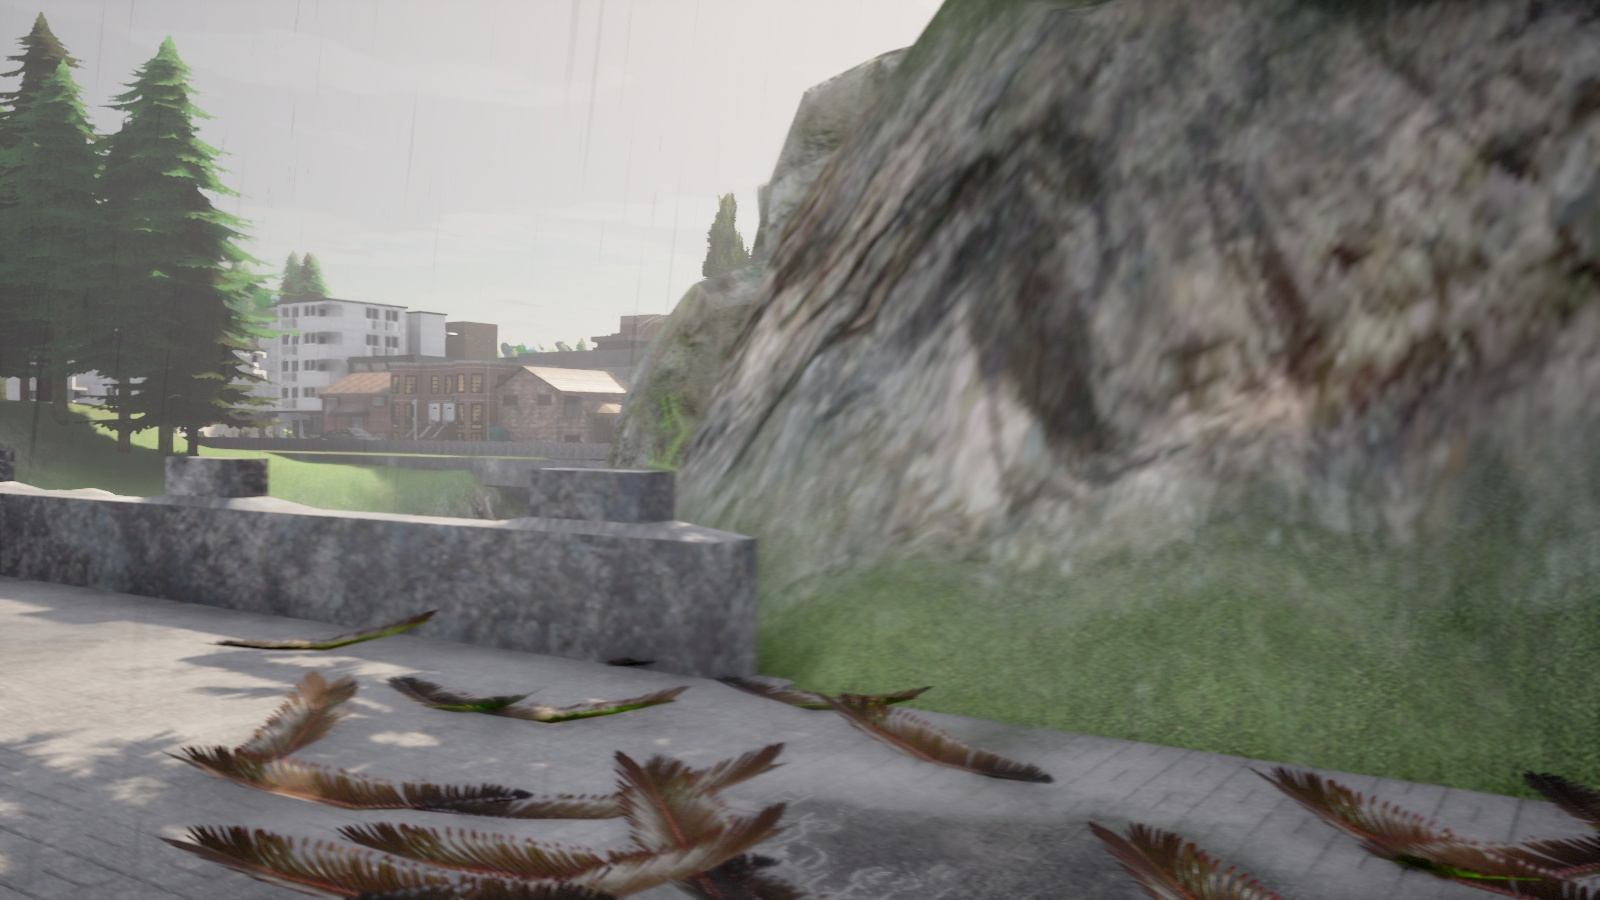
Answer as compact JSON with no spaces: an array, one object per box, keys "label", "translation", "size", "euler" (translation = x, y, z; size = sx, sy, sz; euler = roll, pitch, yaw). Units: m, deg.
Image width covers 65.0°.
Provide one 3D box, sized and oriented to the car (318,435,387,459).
[{"label":"car","translation":[-29.745,-0.192,83.484],"size":[4.514,1.525,2.007],"euler":[0,1,34]}]
